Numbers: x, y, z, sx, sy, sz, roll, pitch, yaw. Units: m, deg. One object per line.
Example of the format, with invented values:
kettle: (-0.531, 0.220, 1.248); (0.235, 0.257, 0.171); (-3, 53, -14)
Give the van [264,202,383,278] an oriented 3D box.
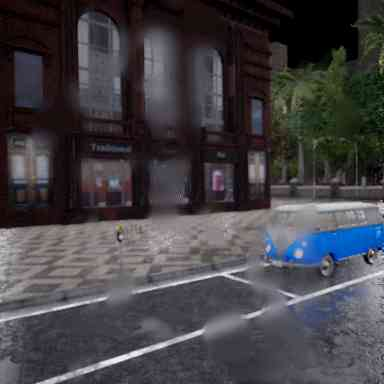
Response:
van: (3.806, 1.211, 9.430); (3.998, 1.788, 1.690); (-1, 0, -36)
